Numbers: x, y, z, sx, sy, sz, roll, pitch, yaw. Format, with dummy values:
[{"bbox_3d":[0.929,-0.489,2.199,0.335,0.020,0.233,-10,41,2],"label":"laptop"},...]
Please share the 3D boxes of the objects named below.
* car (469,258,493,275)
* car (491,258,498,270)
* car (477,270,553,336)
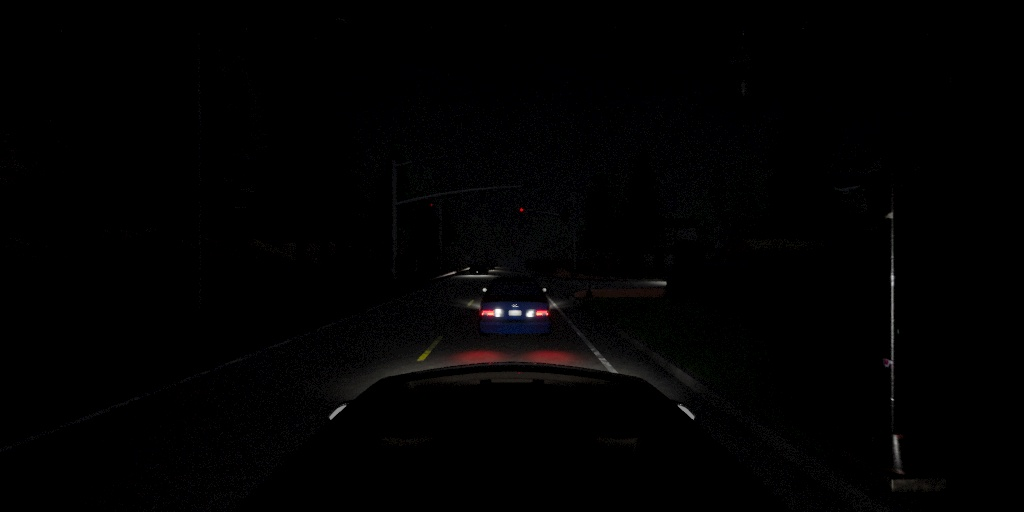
[{"bbox_3d":[-3.625,1.297,40.032,2.033,1.411,5.357,0,0,0],"label":"car"},{"bbox_3d":[-3.632,1.101,52.256,2.097,1.767,4.553,0,0,0],"label":"car"},{"bbox_3d":[0.074,1.297,10.387,2.033,1.411,5.357,0,0,0],"label":"car"}]
